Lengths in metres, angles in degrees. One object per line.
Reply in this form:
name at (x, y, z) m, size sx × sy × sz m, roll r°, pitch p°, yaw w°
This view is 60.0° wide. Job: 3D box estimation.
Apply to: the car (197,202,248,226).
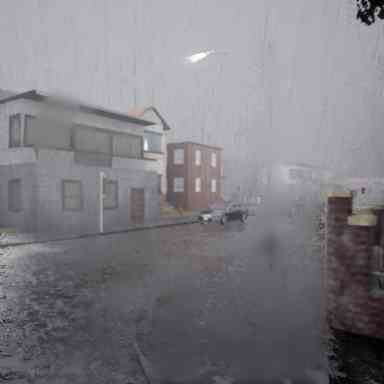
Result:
car at (2.211, 1.427, 22.989) m, size 2.128 × 1.511 × 4.902 m, roll 0°, pitch 0°, yaw 34°
